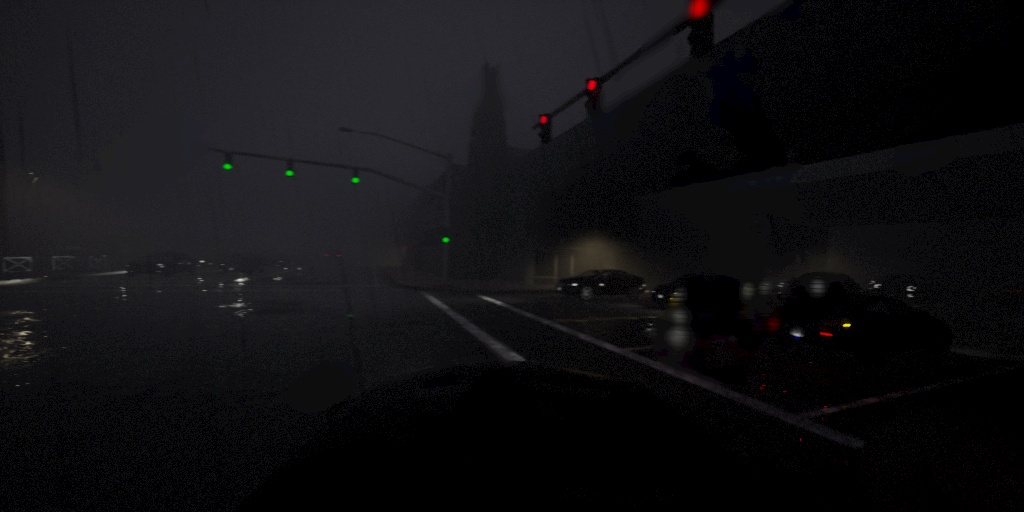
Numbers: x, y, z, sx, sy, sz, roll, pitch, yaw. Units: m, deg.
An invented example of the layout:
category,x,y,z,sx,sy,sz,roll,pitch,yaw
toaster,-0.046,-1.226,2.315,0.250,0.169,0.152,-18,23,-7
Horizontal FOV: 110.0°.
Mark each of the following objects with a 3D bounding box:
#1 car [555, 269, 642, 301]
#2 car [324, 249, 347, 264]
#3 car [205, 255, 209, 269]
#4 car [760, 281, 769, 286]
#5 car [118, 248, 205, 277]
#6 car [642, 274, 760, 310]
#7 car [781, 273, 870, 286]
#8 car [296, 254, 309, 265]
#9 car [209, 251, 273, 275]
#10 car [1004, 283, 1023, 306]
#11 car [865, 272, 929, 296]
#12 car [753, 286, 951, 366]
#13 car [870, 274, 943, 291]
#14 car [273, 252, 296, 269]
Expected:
category,x,y,z,sx,sy,sz,roll,pitch,yaw
car,4.581,1.418,18.480,4.902,1.511,2.128,2,0,-23
car,-25.614,0.060,51.746,2.150,2.045,5.566,2,0,-21
car,-25.160,0.349,31.159,1.837,1.490,4.892,2,0,-21
car,13.557,1.805,22.240,5.357,1.411,2.033,2,0,-23
car,-21.710,0.444,22.480,1.882,1.535,5.008,2,0,-22
car,8.640,1.579,16.386,4.892,1.490,1.837,2,0,-23
car,17.134,1.739,19.939,4.553,1.767,2.097,2,0,-23
car,-26.349,0.409,43.921,1.895,1.301,4.718,2,0,-21
car,-19.250,0.549,25.741,2.128,1.511,4.902,2,0,-22
car,33.725,2.474,22.880,5.008,1.535,1.882,2,0,-23
car,32.194,2.296,29.992,4.553,1.767,2.097,2,0,-22
car,8.378,1.586,8.688,4.674,1.442,1.812,2,0,-21
car,26.241,2.075,23.763,4.553,1.767,2.097,2,0,-24
car,-22.756,0.412,34.617,1.882,1.535,5.008,2,0,-21
